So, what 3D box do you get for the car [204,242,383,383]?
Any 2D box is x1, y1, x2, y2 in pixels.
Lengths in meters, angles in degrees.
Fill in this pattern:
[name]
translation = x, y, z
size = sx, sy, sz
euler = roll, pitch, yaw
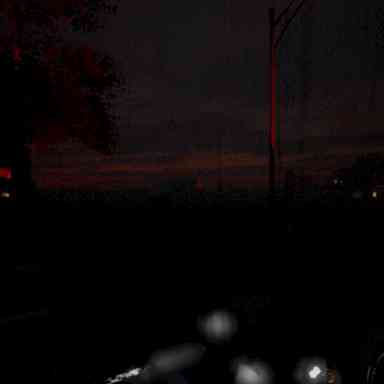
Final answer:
[car]
translation = 2.777, 1.535, 5.049
size = 5.357, 1.411, 2.033
euler = 0, 0, -35
